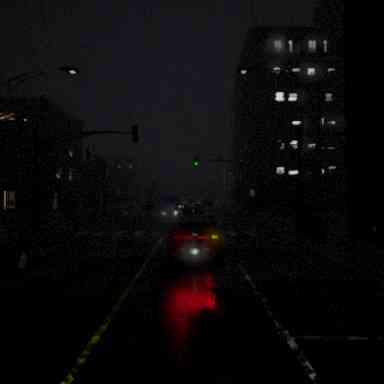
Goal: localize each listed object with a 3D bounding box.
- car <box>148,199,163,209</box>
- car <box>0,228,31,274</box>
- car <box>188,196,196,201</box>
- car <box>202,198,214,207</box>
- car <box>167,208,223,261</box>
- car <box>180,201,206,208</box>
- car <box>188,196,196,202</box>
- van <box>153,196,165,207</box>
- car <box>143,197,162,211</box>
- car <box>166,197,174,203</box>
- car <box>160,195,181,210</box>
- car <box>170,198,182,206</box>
[{"bbox_3d":[-5.680,1.855,51.980,1.887,1.381,4.507,1,0,0],"label":"car"},{"bbox_3d":[-5.678,1.602,8.343,2.008,1.369,4.403,1,0,0],"label":"car"},{"bbox_3d":[-0.004,1.988,74.386,1.994,1.385,4.181,0,0,0],"label":"car"},{"bbox_3d":[2.702,1.784,57.729,1.967,1.590,4.097,1,0,0],"label":"car"},{"bbox_3d":[0.115,1.581,12.560,1.837,1.490,4.892,0,0,1],"label":"car"},{"bbox_3d":[0.097,1.797,32.697,1.895,1.301,4.718,0,0,0],"label":"car"},{"bbox_3d":[-0.006,1.860,84.396,1.812,1.442,4.674,0,0,0],"label":"car"},{"bbox_3d":[-5.676,1.685,57.669,1.690,1.788,3.998,1,0,0],"label":"van"},{"bbox_3d":[-5.756,1.821,46.299,1.887,1.381,4.507,1,0,0],"label":"car"},{"bbox_3d":[-5.682,2.095,86.100,1.802,1.307,4.206,1,0,0],"label":"car"},{"bbox_3d":[-3.081,1.511,48.478,2.150,2.045,5.566,0,0,0],"label":"car"},{"bbox_3d":[-3.012,1.932,64.823,2.033,1.411,5.357,0,0,0],"label":"car"}]
